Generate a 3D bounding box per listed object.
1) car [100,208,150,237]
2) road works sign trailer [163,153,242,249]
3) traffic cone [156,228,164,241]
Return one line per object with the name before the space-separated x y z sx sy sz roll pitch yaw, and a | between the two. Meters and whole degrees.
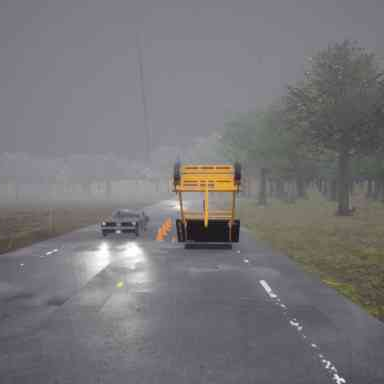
car | -3.479 1.585 17.988 1.895 1.301 4.718 0 0 0
road works sign trailer | 0.548 0.920 11.770 2.380 3.560 2.880 0 45 4
traffic cone | -1.466 1.942 15.322 0.340 0.580 0.340 0 0 0
